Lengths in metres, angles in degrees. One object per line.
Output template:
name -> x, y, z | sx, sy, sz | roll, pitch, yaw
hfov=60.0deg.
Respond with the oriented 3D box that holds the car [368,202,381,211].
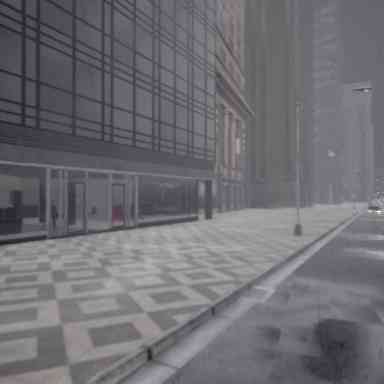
car -> 33.595, 2.606, 61.312 | 1.882, 1.535, 5.008 | 0, -1, 29
